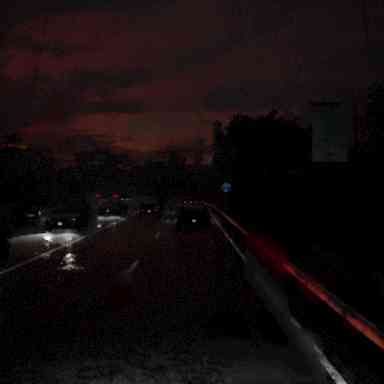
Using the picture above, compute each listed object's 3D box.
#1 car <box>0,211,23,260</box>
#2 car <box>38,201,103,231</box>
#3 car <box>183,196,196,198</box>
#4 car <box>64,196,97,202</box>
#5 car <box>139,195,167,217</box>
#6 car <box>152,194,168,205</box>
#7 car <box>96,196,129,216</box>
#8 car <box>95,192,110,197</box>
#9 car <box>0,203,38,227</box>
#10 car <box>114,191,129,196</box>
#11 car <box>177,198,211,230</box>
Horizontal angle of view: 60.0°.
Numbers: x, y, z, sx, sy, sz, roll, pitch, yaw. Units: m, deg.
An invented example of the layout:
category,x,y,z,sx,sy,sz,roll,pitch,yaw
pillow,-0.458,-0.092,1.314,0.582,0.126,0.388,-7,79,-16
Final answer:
category,x,y,z,sx,sy,sz,roll,pitch,yaw
car,-7.034,1.505,9.531,1.812,1.442,4.674,0,0,1
car,-6.998,1.473,19.598,1.994,1.385,4.181,0,1,0
car,-0.304,1.128,39.149,2.033,1.411,5.357,0,1,-4
car,-10.509,1.314,29.660,2.033,1.411,5.357,0,1,0
car,-3.420,1.312,28.626,1.812,1.442,4.674,0,1,0
car,-4.481,1.027,45.883,1.895,1.301,4.718,0,1,-8
car,-7.008,1.333,29.592,1.994,1.385,4.181,0,1,0
car,-16.538,0.617,61.700,1.895,1.301,4.718,0,1,-27
car,-10.498,1.417,19.211,1.837,1.490,4.892,0,1,0
car,-13.427,0.561,63.304,2.033,1.411,5.357,0,1,-27
car,0.104,1.378,20.396,1.882,1.535,5.008,0,1,0
